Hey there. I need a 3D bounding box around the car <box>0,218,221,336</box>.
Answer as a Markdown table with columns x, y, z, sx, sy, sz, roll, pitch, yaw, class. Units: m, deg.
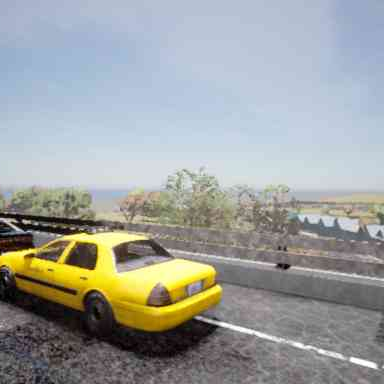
| x | y | z | sx | sy | sz | roll | pitch | yaw | class |
| --- | --- | --- | --- | --- | --- | --- | --- | --- | --- |
| -2.039 | 1.451 | 6.637 | 5.366 | 1.575 | 1.801 | 0 | 0 | 36 | car |
